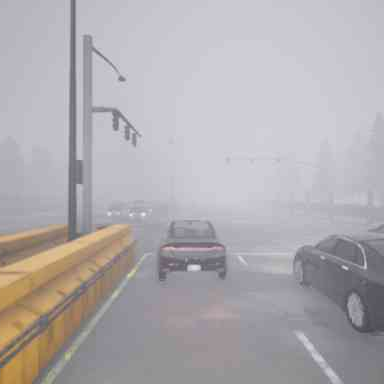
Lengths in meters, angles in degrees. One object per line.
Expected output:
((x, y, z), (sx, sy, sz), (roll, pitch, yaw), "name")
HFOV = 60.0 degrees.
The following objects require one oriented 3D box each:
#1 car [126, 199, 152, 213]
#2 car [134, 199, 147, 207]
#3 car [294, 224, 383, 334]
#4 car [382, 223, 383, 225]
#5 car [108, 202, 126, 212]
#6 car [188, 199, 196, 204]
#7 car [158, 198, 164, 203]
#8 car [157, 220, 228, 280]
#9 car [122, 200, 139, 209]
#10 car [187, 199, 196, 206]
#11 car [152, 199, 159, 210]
((-7.107, 1.864, 45.206), (2.097, 1.767, 4.553), (0, -1, 0), "car")
((-10.514, 2.245, 67.769), (1.882, 1.535, 5.008), (0, -1, 0), "car")
((3.599, 1.585, 6.872), (1.837, 1.490, 4.892), (0, 0, 0), "car")
((7.099, 1.650, 10.959), (1.812, 1.442, 4.674), (0, -1, 0), "car")
((-10.607, 2.090, 47.895), (2.033, 1.411, 5.357), (0, -1, 0), "car")
((-0.019, 2.543, 87.591), (1.994, 1.385, 4.181), (0, -1, 0), "car")
((-7.050, 2.256, 64.491), (1.812, 1.442, 4.674), (0, -1, 0), "car")
((-0.055, 1.610, 10.325), (2.128, 1.511, 4.902), (0, -1, -2), "car")
((-10.588, 2.145, 57.681), (2.128, 1.511, 4.902), (0, -1, 0), "car")
((-0.011, 2.394, 76.898), (1.812, 1.442, 4.674), (0, -1, 0), "car")
((-7.099, 2.167, 54.678), (2.033, 1.411, 5.357), (0, -1, 0), "car")
